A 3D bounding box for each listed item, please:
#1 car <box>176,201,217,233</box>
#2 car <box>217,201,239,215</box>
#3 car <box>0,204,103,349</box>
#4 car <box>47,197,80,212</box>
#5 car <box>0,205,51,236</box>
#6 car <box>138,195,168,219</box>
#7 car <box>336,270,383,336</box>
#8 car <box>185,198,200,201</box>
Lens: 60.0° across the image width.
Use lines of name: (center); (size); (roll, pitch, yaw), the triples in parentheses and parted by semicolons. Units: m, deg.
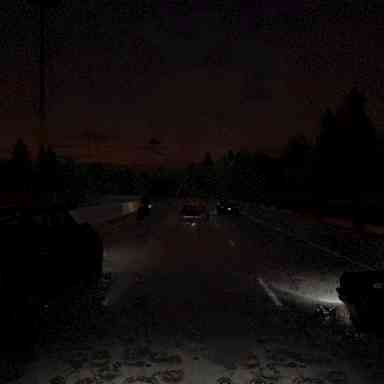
car: (0.100, 1.517, 19.846); (2.128, 1.511, 4.902); (0, 0, 0)
car: (3.600, 1.606, 34.046); (1.994, 1.385, 4.181); (0, 0, 0)
car: (-3.397, 1.231, 6.395); (2.150, 2.045, 5.566); (0, 0, 0)
car: (-13.999, 1.351, 36.543); (1.837, 1.490, 4.892); (0, 0, 0)
car: (-10.592, 1.572, 19.823); (2.033, 1.411, 5.357); (0, 0, 0)
car: (-3.398, 1.260, 29.675); (2.150, 2.045, 5.566); (0, 0, 0)
car: (3.601, 1.552, 3.750); (2.033, 1.411, 5.357); (0, 0, 0)
car: (0.101, 1.534, 45.934); (1.882, 1.535, 5.008); (0, 0, 0)
